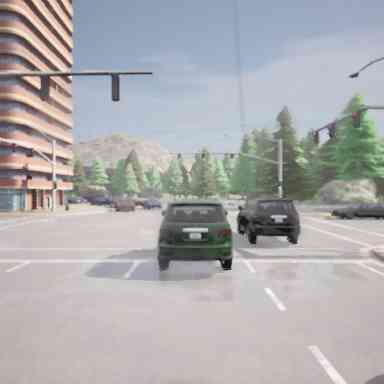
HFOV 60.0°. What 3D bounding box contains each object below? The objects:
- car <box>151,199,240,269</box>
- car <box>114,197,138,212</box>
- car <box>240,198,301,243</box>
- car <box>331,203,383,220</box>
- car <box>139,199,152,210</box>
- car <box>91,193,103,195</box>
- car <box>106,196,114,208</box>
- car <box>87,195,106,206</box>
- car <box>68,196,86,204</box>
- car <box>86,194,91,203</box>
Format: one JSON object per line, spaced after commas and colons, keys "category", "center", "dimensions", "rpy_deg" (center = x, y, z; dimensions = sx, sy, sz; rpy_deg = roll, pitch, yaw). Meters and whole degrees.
{"category": "car", "center": [0.095, 1.240, 11.365], "dimensions": [2.150, 2.045, 5.566], "rpy_deg": [0, 0, 0]}
{"category": "car", "center": [-8.017, 1.401, 39.930], "dimensions": [2.097, 1.767, 4.553], "rpy_deg": [0, 0, -13]}
{"category": "car", "center": [3.601, 1.280, 16.493], "dimensions": [2.150, 2.045, 5.566], "rpy_deg": [0, 0, 0]}
{"category": "car", "center": [14.884, 1.639, 28.511], "dimensions": [5.357, 1.411, 2.033], "rpy_deg": [0, 0, 3]}
{"category": "car", "center": [-5.412, 1.602, 44.756], "dimensions": [2.033, 1.411, 5.357], "rpy_deg": [0, 0, -18]}
{"category": "car", "center": [-22.205, 1.316, 74.710], "dimensions": [5.566, 2.045, 2.150], "rpy_deg": [0, 0, 23]}
{"category": "car", "center": [-10.626, 1.564, 48.340], "dimensions": [1.837, 1.490, 4.892], "rpy_deg": [0, 0, -26]}
{"category": "car", "center": [-15.530, 1.669, 56.198], "dimensions": [1.895, 1.301, 4.718], "rpy_deg": [0, 0, -40]}
{"category": "car", "center": [-22.983, 1.569, 63.101], "dimensions": [4.902, 1.511, 2.128], "rpy_deg": [0, 0, 34]}
{"category": "car", "center": [-23.226, 1.606, 67.341], "dimensions": [4.674, 1.442, 1.812], "rpy_deg": [0, 0, 31]}
